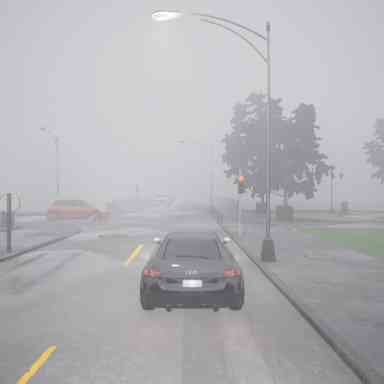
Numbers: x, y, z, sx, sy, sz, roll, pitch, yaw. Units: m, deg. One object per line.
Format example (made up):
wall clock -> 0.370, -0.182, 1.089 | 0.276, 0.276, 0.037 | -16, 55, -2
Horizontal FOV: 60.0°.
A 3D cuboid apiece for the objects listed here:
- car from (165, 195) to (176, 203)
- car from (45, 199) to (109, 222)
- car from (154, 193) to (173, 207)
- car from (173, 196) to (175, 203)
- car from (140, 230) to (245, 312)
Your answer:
car -> -4.577, 1.525, 71.510 | 2.128, 1.511, 4.902 | 0, 0, 0
car -> -8.838, 1.351, 25.934 | 4.553, 1.767, 2.097 | 0, 0, -6
car -> -4.511, 1.221, 51.016 | 2.150, 2.045, 5.566 | 0, 0, -1
car -> -4.557, 1.547, 61.267 | 2.033, 1.411, 5.357 | 0, 0, 0
car -> 0.001, 1.564, 7.801 | 1.994, 1.385, 4.181 | 0, 0, 0
